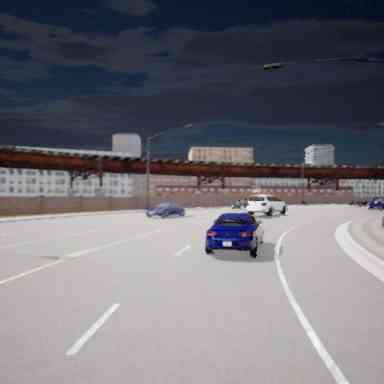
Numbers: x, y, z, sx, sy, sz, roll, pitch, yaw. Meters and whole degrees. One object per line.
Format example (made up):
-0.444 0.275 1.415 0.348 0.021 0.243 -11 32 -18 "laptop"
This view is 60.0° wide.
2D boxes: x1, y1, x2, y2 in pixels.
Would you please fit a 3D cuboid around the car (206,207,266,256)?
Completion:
1.776 1.548 13.177 1.812 1.442 4.674 -1 0 15 "car"

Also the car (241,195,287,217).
7.437 1.313 32.835 2.150 2.045 5.566 -2 -1 37 "car"

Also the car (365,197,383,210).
25.390 1.392 43.641 4.553 1.767 2.097 0 -1 -30 "car"

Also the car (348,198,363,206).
29.406 1.764 57.580 5.357 1.411 2.033 0 -1 -27 "car"

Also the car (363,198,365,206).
28.369 1.569 49.374 5.008 1.535 1.882 0 -2 -26 "car"

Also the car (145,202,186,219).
-2.325 1.634 30.600 1.812 1.442 4.674 -1 -1 31 "car"

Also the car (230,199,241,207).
7.442 1.748 47.579 4.892 1.490 1.837 0 -1 -41 "car"
